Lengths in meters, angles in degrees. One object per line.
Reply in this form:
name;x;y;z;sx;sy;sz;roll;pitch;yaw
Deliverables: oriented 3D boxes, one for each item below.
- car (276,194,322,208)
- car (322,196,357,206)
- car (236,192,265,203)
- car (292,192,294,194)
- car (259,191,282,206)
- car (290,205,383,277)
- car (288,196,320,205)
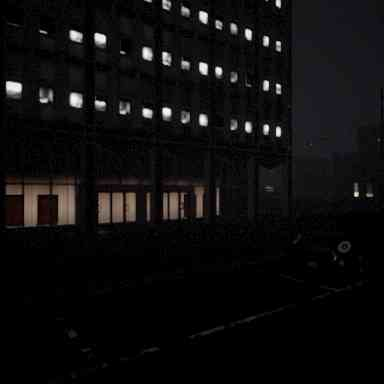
car;12.711;1.219;39.851;2.008;1.369;4.403;0;0;-35
car;19.512;1.187;44.750;1.752;1.417;4.829;0;0;-35
car;10.172;0.906;58.279;2.192;1.841;5.009;0;0;-35
car;12.520;0.870;44.680;2.150;2.045;5.566;0;0;-35
car;9.566;0.959;44.407;2.192;1.841;5.009;0;0;-35
car;4.809;1.381;9.984;4.097;1.590;1.967;0;1;-35
car;16.463;1.220;49.167;1.802;1.307;4.206;0;0;-35
